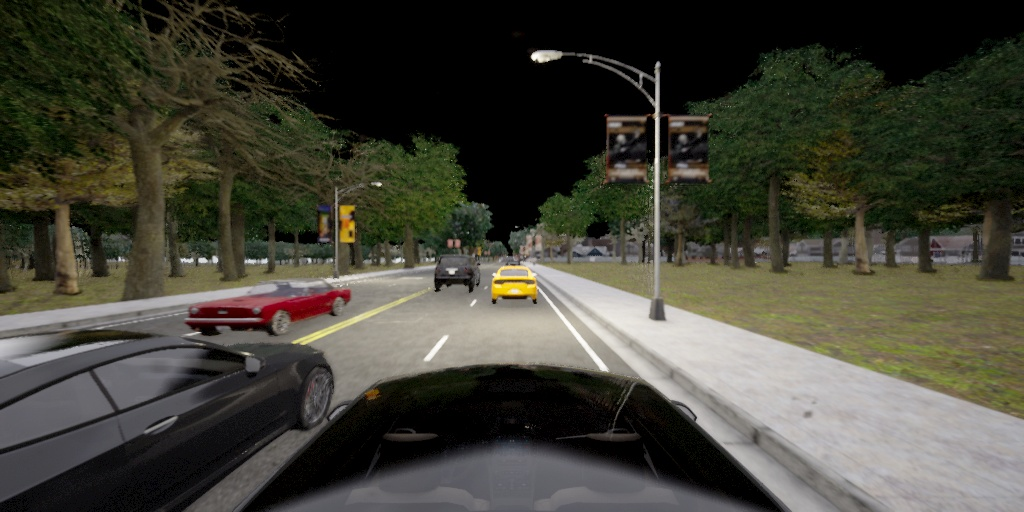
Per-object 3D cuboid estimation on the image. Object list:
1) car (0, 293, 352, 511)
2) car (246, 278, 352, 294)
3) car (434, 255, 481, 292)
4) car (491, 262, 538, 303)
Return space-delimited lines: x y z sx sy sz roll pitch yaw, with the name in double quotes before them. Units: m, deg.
"car" -3.150 1.274 2.608 1.812 1.442 4.674 0 0 0
"car" -6.552 1.336 10.357 1.895 1.301 4.718 0 0 0
"car" -3.142 0.946 21.362 2.150 2.045 5.566 0 0 0
"car" 0.105 1.204 16.399 1.882 1.535 5.008 0 0 0
